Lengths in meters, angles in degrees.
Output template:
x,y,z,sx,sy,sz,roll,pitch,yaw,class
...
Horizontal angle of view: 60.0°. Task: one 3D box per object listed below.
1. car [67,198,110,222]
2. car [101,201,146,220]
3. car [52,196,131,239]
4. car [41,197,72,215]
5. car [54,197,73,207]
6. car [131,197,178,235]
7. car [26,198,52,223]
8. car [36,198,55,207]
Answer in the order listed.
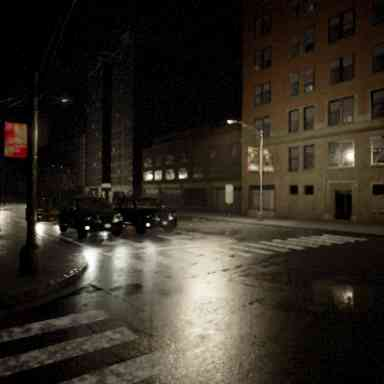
x,y,z,sx,sy,sz,roll,pitch,yaw,class
-8.787,1.460,28.045,2.097,1.767,4.553,1,-1,-36,car
-6.400,1.646,30.604,2.128,1.511,4.902,1,-1,-36,car
-5.700,1.280,18.338,2.150,2.045,5.566,1,-1,-36,car
-14.831,1.467,36.287,2.097,1.767,4.553,1,-1,-37,car
-22.443,1.726,57.965,1.837,1.490,4.892,1,-1,-36,car
-3.073,1.323,20.248,2.150,2.045,5.566,1,-1,-36,car
-11.777,1.417,26.626,2.097,1.767,4.553,1,-1,-36,car
-24.116,1.741,54.748,1.994,1.385,4.181,1,-1,-36,car
